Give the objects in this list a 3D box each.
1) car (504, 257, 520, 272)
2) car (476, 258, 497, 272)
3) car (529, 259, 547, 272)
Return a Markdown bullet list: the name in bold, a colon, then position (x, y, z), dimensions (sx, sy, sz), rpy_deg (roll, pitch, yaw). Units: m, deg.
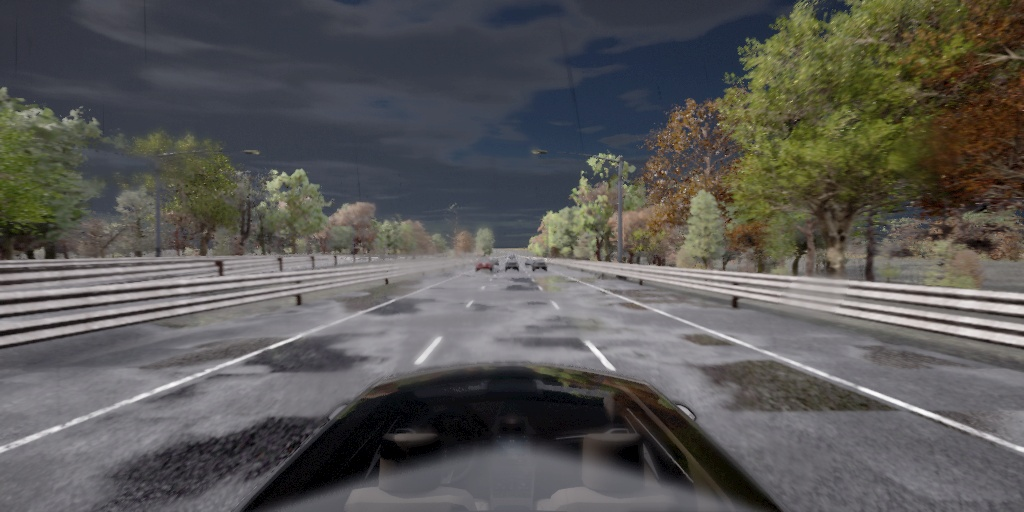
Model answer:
- **car**: position (0.010, 1.209, 46.454), dimensions (1.837, 1.490, 4.892), rpy_deg (0, 0, 0)
- **car**: position (-3.491, 1.053, 46.630), dimensions (2.097, 1.767, 4.553), rpy_deg (0, 0, 0)
- **car**: position (3.509, 1.210, 46.445), dimensions (1.837, 1.490, 4.892), rpy_deg (0, 0, 0)
